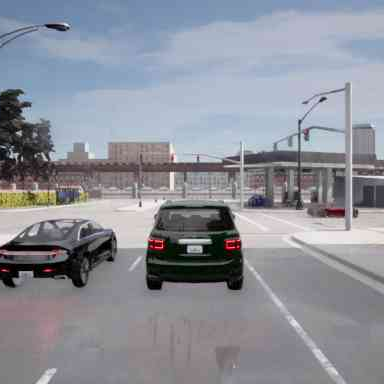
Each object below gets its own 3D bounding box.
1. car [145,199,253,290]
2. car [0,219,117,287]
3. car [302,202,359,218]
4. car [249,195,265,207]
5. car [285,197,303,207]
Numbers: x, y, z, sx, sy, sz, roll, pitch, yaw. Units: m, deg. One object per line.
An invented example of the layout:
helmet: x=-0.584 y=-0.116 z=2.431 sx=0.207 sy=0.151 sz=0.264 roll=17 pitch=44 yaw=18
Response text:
car: x=0.073 y=1.221 z=9.231 sx=2.150 sy=2.045 sz=5.566 roll=0 pitch=0 yaw=0
car: x=-3.431 y=1.491 z=9.315 sx=2.128 sy=1.511 sz=4.902 roll=0 pitch=0 yaw=0
car: x=12.354 y=1.562 z=29.287 sx=4.181 sy=1.385 sz=1.994 roll=0 pitch=0 yaw=-1
car: x=9.651 y=1.295 z=49.415 sx=2.242 sy=1.667 sz=4.611 roll=0 pitch=0 yaw=0
car: x=15.395 y=1.455 z=50.184 sx=1.970 sy=1.475 sz=3.806 roll=0 pitch=0 yaw=0
